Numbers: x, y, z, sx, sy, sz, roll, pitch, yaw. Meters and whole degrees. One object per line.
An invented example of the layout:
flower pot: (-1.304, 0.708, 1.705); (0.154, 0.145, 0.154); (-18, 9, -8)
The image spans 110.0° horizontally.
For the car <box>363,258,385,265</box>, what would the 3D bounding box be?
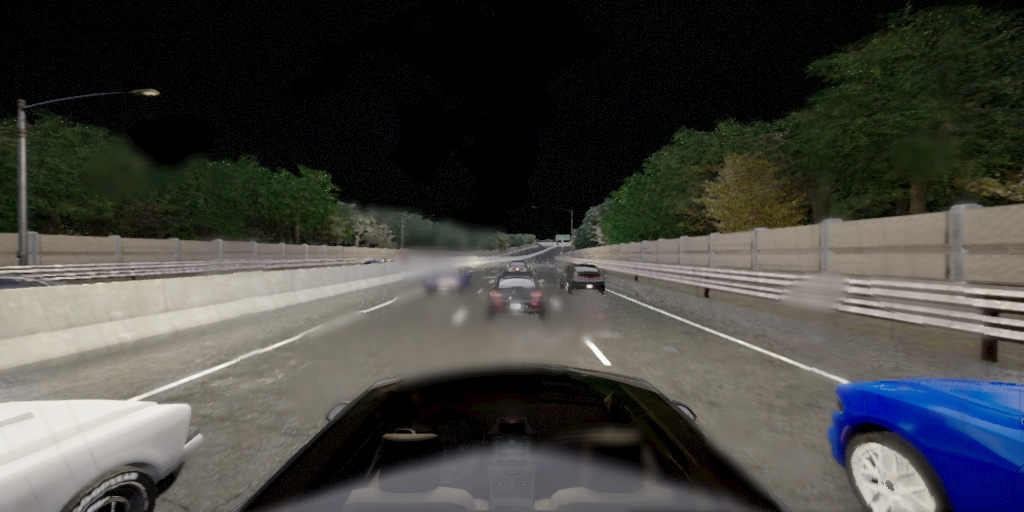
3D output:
car: (-19.923, 1.022, 52.710); (2.033, 1.411, 5.357); (0, 0, 3)

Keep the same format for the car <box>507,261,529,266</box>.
car: (0.520, 1.146, 32.163); (2.033, 1.411, 5.357); (0, 0, 1)

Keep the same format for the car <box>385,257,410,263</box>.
car: (-16.422, 0.955, 52.695); (1.882, 1.535, 5.008); (0, 0, 3)

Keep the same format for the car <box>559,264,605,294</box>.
car: (3.762, 1.191, 19.617); (1.837, 1.490, 4.892); (0, 0, 1)

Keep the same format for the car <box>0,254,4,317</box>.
car: (-17.565, 0.955, 8.857); (2.150, 2.045, 5.566); (0, 0, 0)

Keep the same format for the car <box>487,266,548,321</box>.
car: (0.181, 1.253, 12.323); (1.812, 1.442, 4.674); (0, 0, 1)

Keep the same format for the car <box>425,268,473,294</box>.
car: (-3.245, 1.286, 19.451); (1.895, 1.301, 4.718); (0, 0, 1)

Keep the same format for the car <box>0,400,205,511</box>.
car: (-3.393, 1.350, 0.688); (1.895, 1.301, 4.718); (0, 0, 0)

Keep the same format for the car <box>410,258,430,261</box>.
car: (-12.927, 1.006, 52.568); (1.812, 1.442, 4.674); (0, 0, 3)

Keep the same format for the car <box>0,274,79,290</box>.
car: (-14.060, 1.226, 8.914); (2.128, 1.511, 4.902); (0, 0, 0)

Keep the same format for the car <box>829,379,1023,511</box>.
car: (3.611, 1.228, 0.943); (1.882, 1.535, 5.008); (0, 0, 0)
